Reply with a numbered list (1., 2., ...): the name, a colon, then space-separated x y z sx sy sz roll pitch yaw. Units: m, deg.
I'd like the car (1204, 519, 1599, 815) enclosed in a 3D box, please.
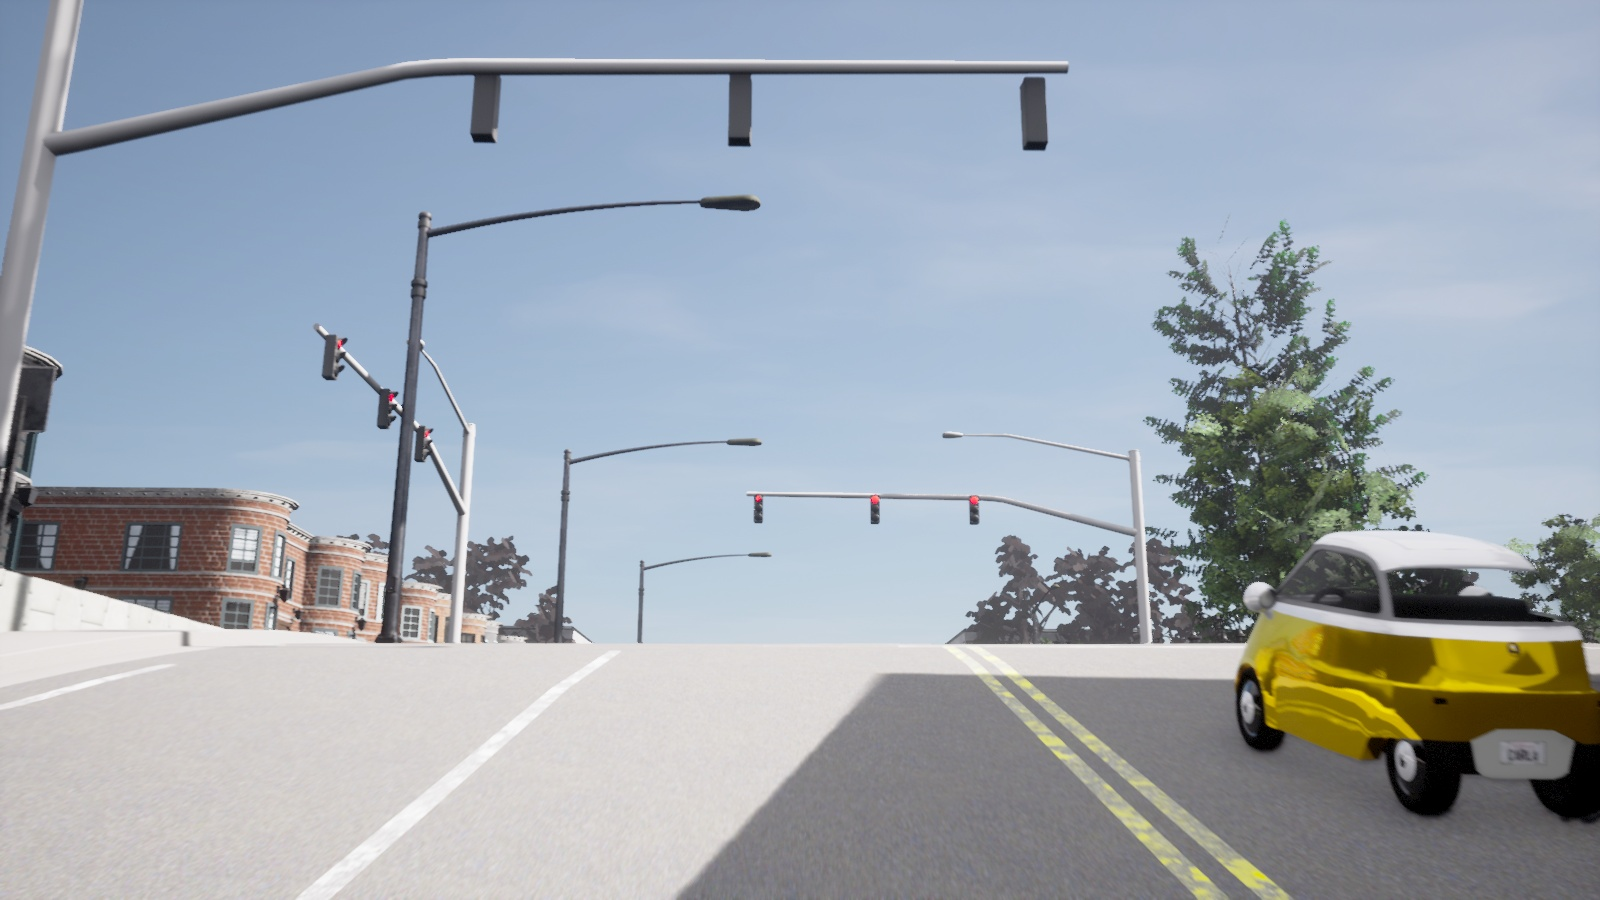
1. car: 3.467 1.141 7.353 1.481 1.376 2.207 1 -1 0
